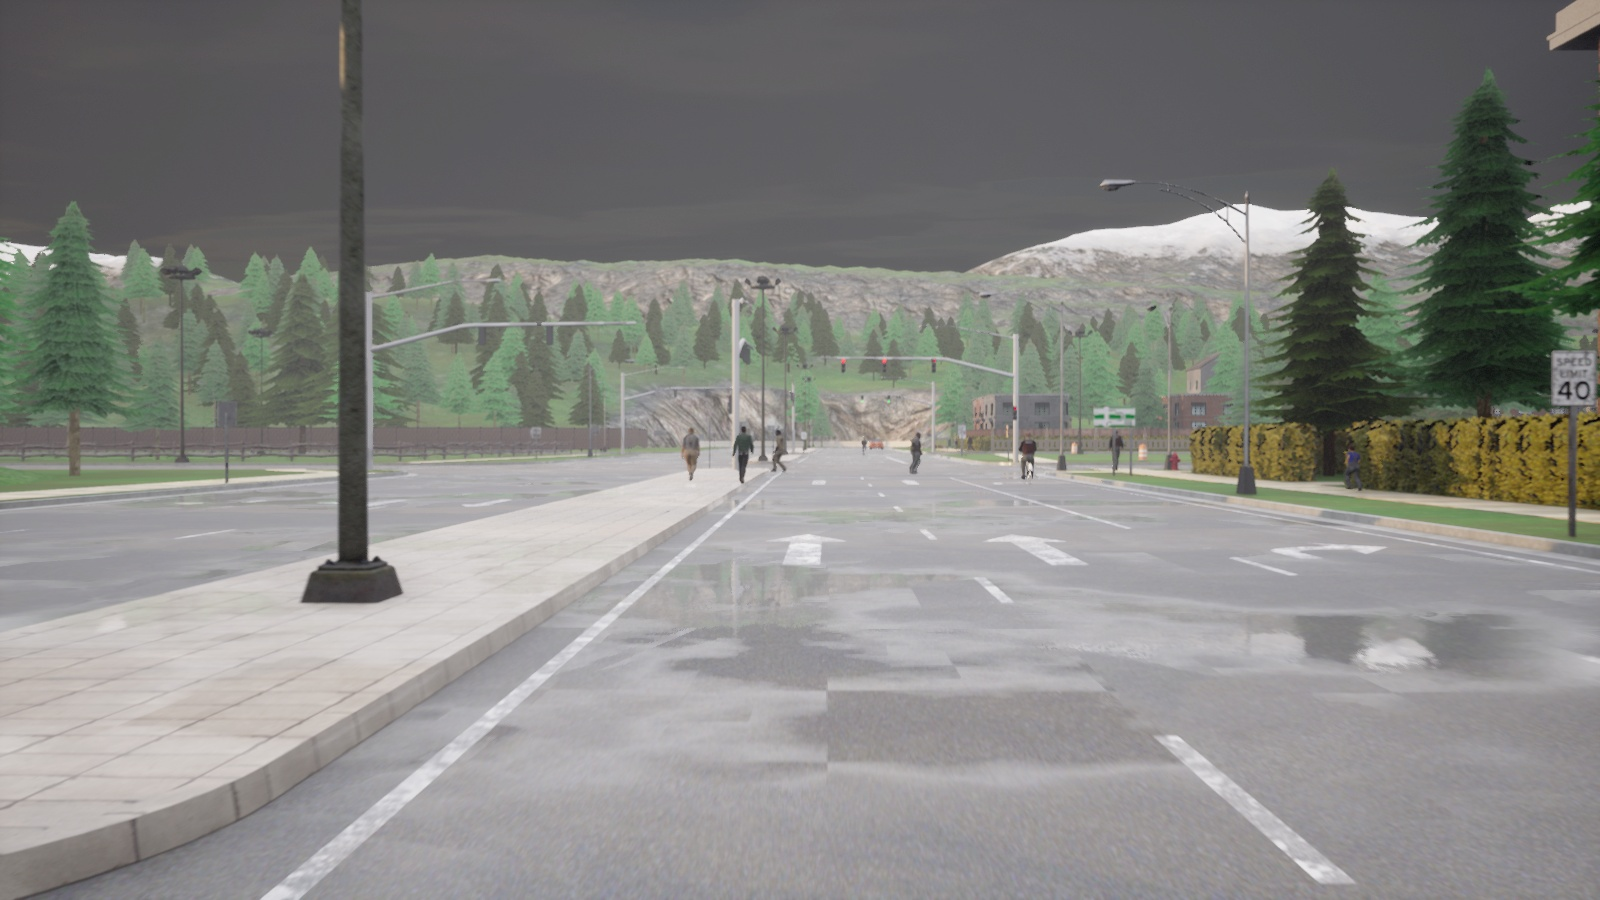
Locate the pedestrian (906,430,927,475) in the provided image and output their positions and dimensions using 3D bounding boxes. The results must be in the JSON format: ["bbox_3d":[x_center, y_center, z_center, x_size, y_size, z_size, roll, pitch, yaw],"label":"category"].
[{"bbox_3d":[4.940,0.103,53.208,0.849,1.883,0.563,0,0,-1],"label":"pedestrian"}]

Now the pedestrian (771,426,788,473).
[{"bbox_3d":[-0.860,-0.015,52.492,0.692,1.930,0.396,0,0,6],"label":"pedestrian"}]

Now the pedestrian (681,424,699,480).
[{"bbox_3d":[-3.620,0.058,41.366,0.540,1.848,0.694,0,0,2],"label":"pedestrian"}]

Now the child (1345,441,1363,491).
[{"bbox_3d":[14.257,0.413,32.325,0.270,1.263,0.437,0,0,0],"label":"child"}]

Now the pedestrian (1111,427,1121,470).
[{"bbox_3d":[13.754,-0.051,54.647,0.376,1.854,0.720,0,0,11],"label":"pedestrian"}]

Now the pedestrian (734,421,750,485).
[{"bbox_3d":[-1.793,0.076,38.724,0.423,1.949,0.788,0,0,1],"label":"pedestrian"}]
